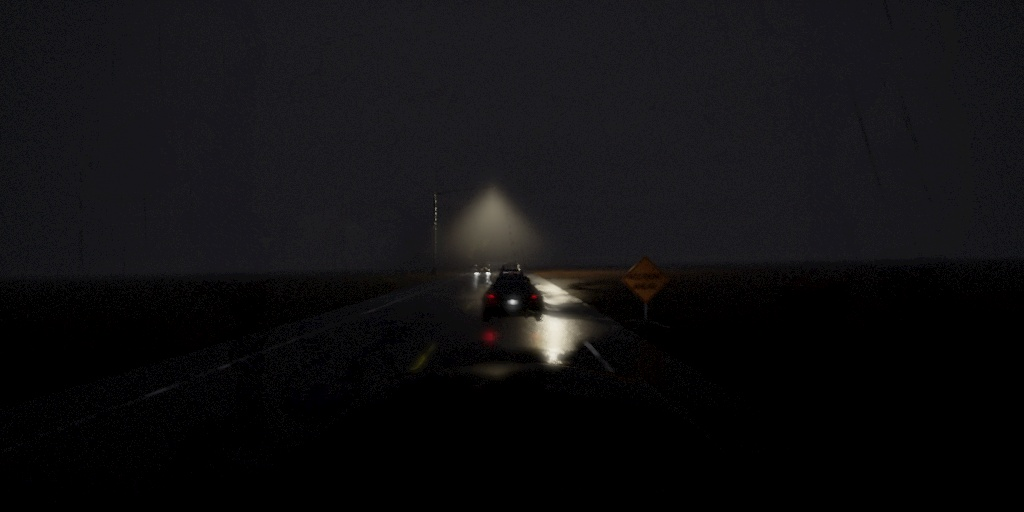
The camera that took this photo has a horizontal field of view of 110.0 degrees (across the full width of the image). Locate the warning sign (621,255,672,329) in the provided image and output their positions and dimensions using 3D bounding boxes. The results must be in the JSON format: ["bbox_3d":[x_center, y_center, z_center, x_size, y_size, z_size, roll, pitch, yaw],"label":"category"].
[{"bbox_3d":[3.537,0.904,9.489,1.300,1.860,1.060,0,0,0],"label":"warning sign"}]

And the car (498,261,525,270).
[{"bbox_3d":[-0.064,1.378,27.682,2.128,1.511,4.902,0,0,0],"label":"car"}]

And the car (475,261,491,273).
[{"bbox_3d":[-4.008,1.521,49.945,1.837,1.490,4.892,0,0,-1],"label":"car"}]

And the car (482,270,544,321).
[{"bbox_3d":[0.039,1.370,12.745,1.994,1.385,4.181,0,0,0],"label":"car"}]
